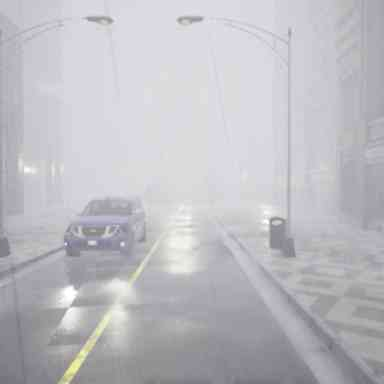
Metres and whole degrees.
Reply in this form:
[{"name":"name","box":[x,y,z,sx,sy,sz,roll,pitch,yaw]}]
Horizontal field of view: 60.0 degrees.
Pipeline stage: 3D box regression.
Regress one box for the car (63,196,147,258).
[{"name":"car","box":[-3.108,1.206,13.133,2.150,2.045,5.566,0,0,0]}]
